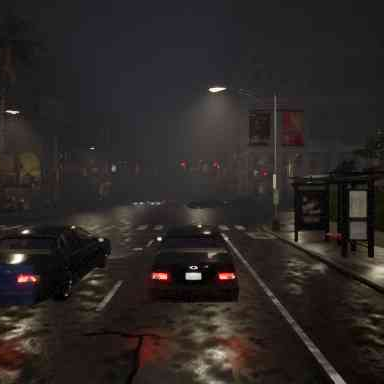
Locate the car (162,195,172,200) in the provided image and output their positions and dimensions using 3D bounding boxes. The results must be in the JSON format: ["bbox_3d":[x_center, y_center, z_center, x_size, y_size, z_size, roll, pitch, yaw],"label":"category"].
[{"bbox_3d":[-6.822,1.500,91.012,1.837,1.490,4.892,0,0,9],"label":"car"}]

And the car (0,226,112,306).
[{"bbox_3d":[-3.477,1.547,8.249,2.033,1.411,5.357,0,0,0],"label":"car"}]

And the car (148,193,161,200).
[{"bbox_3d":[-10.264,1.225,91.604,2.150,2.045,5.566,0,0,9],"label":"car"}]

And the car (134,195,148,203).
[{"bbox_3d":[-11.024,1.553,70.475,1.994,1.385,4.181,0,0,0],"label":"car"}]

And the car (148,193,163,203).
[{"bbox_3d":[-7.524,1.553,70.521,1.994,1.385,4.181,0,0,0],"label":"car"}]

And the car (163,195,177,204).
[{"bbox_3d":[-3.859,1.477,62.159,1.882,1.535,5.008,0,0,0],"label":"car"}]

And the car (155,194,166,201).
[{"bbox_3d":[-7.600,1.355,80.704,2.097,1.767,4.553,0,0,0],"label":"car"}]

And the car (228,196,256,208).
[{"bbox_3d":[6.851,1.351,48.079,4.553,1.767,2.097,0,0,7],"label":"car"}]

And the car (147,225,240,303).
[{"bbox_3d":[0.023,1.547,8.435,2.033,1.411,5.357,0,0,0],"label":"car"}]

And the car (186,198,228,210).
[{"bbox_3d":[1.618,1.491,42.767,4.902,1.511,2.128,0,0,-16],"label":"car"}]
